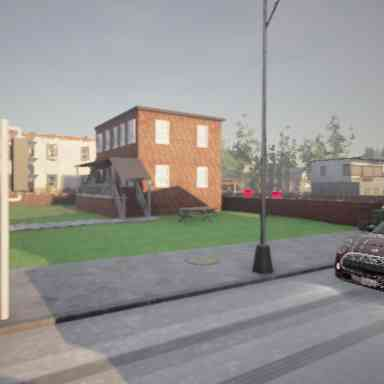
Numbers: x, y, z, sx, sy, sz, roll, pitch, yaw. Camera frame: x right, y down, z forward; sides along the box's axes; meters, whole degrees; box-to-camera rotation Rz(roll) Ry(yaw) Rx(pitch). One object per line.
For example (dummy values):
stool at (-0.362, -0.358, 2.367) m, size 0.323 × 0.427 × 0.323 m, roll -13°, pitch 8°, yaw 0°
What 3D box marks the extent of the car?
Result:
car at (5.579, 1.280, 8.112) m, size 4.553 × 1.767 × 2.097 m, roll 0°, pitch 1°, yaw -33°
